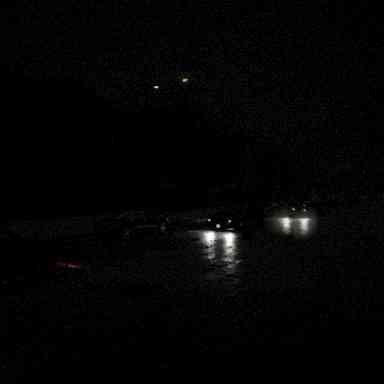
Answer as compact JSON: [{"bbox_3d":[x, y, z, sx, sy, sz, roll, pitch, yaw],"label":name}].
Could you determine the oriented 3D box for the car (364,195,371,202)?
[{"bbox_3d":[39.476,1.484,76.915,1.752,1.417,4.829,0,0,35],"label":"car"}]

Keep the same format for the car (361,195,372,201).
[{"bbox_3d":[42.839,1.517,81.701,1.887,1.381,4.507,0,0,35],"label":"car"}]

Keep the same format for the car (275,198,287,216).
[{"bbox_3d":[6.920,1.522,30.582,1.802,1.307,4.206,0,0,35],"label":"car"}]

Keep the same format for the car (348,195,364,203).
[{"bbox_3d":[33.043,1.507,67.759,1.947,1.339,4.313,0,0,35],"label":"car"}]

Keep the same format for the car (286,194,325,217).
[{"bbox_3d":[10.425,1.160,31.142,2.150,2.045,5.566,0,0,35],"label":"car"}]

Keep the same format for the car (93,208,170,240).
[{"bbox_3d":[-2.875,1.516,16.642,2.008,1.369,4.403,0,0,35],"label":"car"}]

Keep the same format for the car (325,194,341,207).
[{"bbox_3d":[19.981,1.248,49.171,2.192,1.841,5.009,0,0,35],"label":"car"}]

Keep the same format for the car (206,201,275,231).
[{"bbox_3d":[2.975,1.498,20.558,2.033,1.411,5.357,0,0,35],"label":"car"}]

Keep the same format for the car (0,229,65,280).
[{"bbox_3d":[-5.420,1.590,7.695,1.895,1.301,4.718,0,0,26],"label":"car"}]

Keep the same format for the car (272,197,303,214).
[{"bbox_3d":[10.185,1.377,35.230,1.967,1.590,4.097,0,0,35],"label":"car"}]

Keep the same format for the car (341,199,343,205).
[{"bbox_3d":[23.248,1.498,53.818,1.947,1.339,4.313,0,0,35],"label":"car"}]
